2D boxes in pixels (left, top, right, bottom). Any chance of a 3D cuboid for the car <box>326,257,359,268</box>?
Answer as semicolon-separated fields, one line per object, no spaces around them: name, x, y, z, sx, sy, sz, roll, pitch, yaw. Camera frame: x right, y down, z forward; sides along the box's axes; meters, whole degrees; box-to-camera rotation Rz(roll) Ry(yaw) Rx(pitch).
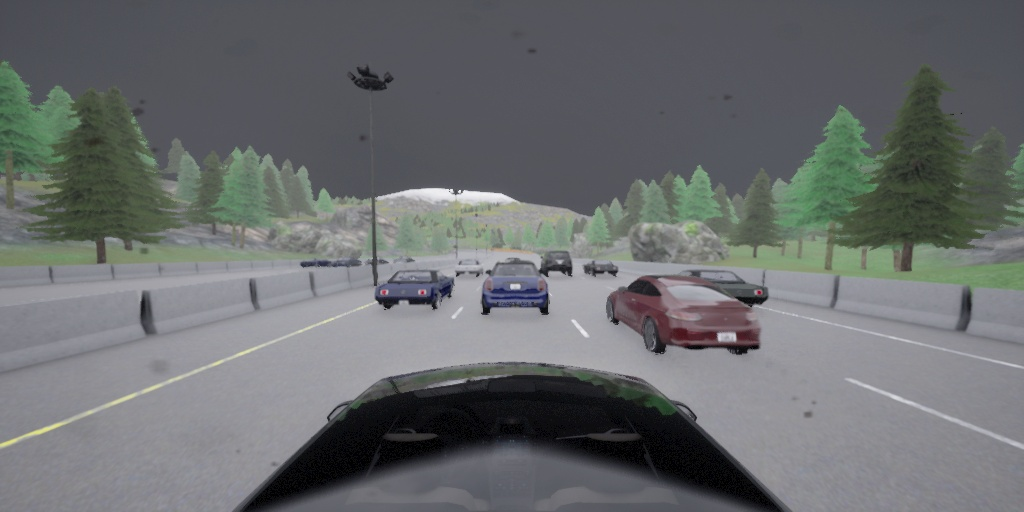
car;-21.082;0.821;45.915;2.033;1.411;5.357;0;0;0

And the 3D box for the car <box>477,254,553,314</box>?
car;0.099;0.907;12.854;2.097;1.767;4.553;0;1;0

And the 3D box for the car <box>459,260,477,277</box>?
car;-3.401;0.962;29.255;1.895;1.301;4.718;0;0;0

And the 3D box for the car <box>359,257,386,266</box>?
car;-17.579;0.837;46.387;1.994;1.385;4.181;0;0;0

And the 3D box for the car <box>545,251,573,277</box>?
car;3.599;0.579;29.620;2.150;2.045;5.566;0;0;0

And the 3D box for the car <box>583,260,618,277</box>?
car;7.099;0.961;29.242;1.895;1.301;4.718;0;0;0

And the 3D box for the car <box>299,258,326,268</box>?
car;-24.581;0.876;45.139;1.895;1.301;4.718;0;0;0

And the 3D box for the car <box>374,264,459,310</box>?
car;-3.401;1.147;13.516;1.895;1.301;4.718;0;1;0

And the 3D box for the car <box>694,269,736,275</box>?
car;7.099;1.147;13.478;1.895;1.301;4.718;0;1;0

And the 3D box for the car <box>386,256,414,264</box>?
car;-14.080;0.765;46.518;2.128;1.511;4.902;0;0;0

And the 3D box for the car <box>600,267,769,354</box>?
car;3.598;1.155;8.298;1.812;1.442;4.674;0;1;0
